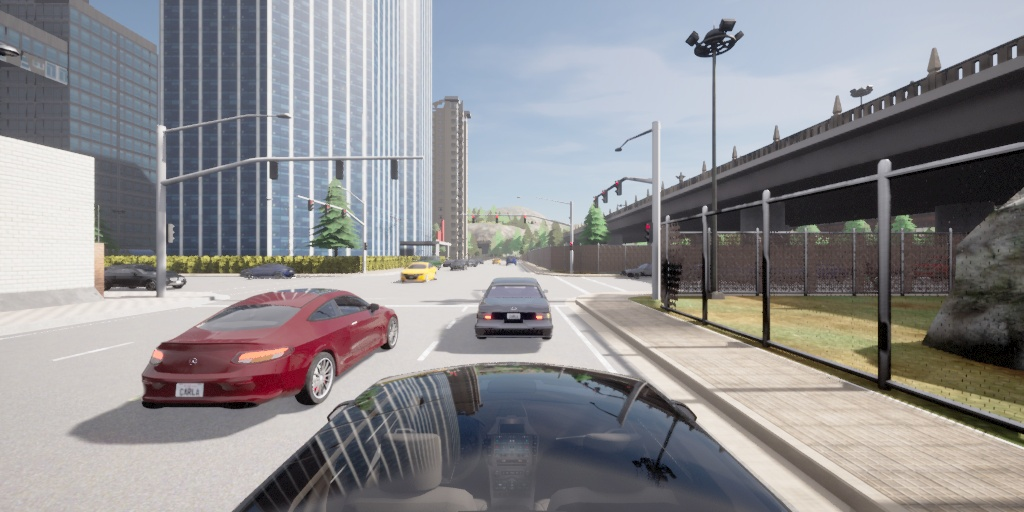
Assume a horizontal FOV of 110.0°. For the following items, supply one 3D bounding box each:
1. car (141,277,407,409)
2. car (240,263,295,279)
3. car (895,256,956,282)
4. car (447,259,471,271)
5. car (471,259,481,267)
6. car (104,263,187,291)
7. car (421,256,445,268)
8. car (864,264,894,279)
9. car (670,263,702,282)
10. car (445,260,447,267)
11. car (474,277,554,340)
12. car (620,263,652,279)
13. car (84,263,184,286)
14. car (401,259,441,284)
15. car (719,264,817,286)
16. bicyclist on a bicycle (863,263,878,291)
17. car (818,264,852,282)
[{"bbox_3d":[-3.451,1.276,6.154,1.812,1.442,4.674,0,0,0],"label":"car"},{"bbox_3d":[-22.249,1.369,32.762,4.181,1.385,1.994,0,0,-4],"label":"car"},{"bbox_3d":[35.224,1.026,29.207,5.566,2.045,2.150,0,0,-1],"label":"car"},{"bbox_3d":[-7.209,1.253,48.988,1.837,1.490,4.892,0,0,0],"label":"car"},{"bbox_3d":[-7.208,1.241,63.445,2.128,1.511,4.902,0,0,0],"label":"car"},{"bbox_3d":[-22.591,1.331,21.776,4.674,1.442,1.812,0,0,0],"label":"car"},{"bbox_3d":[-10.660,0.971,46.098,2.150,2.045,5.566,0,0,4],"label":"car"},{"bbox_3d":[32.226,1.405,32.695,4.718,1.301,1.895,0,0,0],"label":"car"},{"bbox_3d":[15.654,1.296,29.129,4.902,1.511,2.128,0,0,0],"label":"car"},{"bbox_3d":[-10.714,1.296,62.123,2.033,1.411,5.357,0,0,0],"label":"car"},{"bbox_3d":[0.076,1.297,9.975,2.033,1.411,5.357,0,0,1],"label":"car"},{"bbox_3d":[12.710,1.352,32.616,5.357,1.411,2.033,0,0,0],"label":"car"},{"bbox_3d":[-26.469,1.282,25.241,5.008,1.535,1.882,0,0,0],"label":"car"},{"bbox_3d":[-7.161,1.256,27.938,1.882,1.535,5.008,0,0,0],"label":"car"},{"bbox_3d":[18.010,1.352,25.411,5.357,1.411,2.033,0,0,0],"label":"car"},{"bbox_3d":[18.260,1.106,18.157,0.582,1.620,1.656,0,0,0],"label":"bicyclist on a bicycle"},{"bbox_3d":[24.610,1.330,29.159,4.674,1.442,1.812,0,0,0],"label":"car"}]
